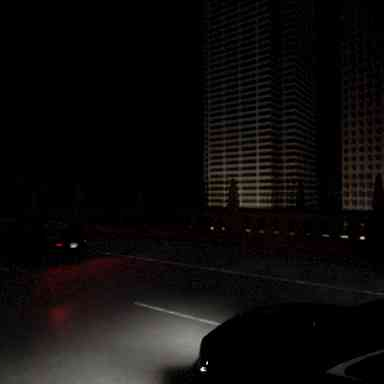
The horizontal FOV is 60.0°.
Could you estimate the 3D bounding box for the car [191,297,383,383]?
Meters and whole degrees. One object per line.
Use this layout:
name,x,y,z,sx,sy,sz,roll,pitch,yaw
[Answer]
car,2.246,1.500,2.390,4.892,1.490,1.837,-1,-1,35

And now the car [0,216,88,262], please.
car,-5.825,1.623,12.443,4.674,1.442,1.812,-1,0,35
